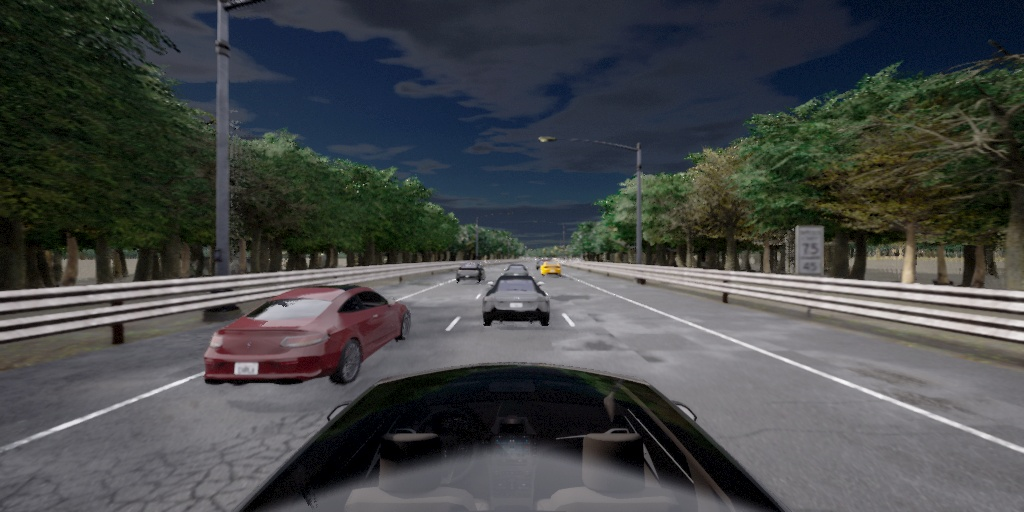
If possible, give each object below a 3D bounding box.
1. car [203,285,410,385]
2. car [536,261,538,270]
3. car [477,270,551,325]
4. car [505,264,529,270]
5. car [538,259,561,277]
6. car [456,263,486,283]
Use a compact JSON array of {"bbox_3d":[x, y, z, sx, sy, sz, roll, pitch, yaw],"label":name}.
[{"bbox_3d":[-3.392,1.276,6.890,1.812,1.442,4.674,0,0,0],"label":"car"},{"bbox_3d":[4.845,1.491,57.110,1.994,1.385,4.181,0,-1,3],"label":"car"},{"bbox_3d":[0.133,1.318,11.828,1.994,1.385,4.181,0,0,0],"label":"car"},{"bbox_3d":[0.384,1.350,28.697,1.994,1.385,4.181,0,0,1],"label":"car"},{"bbox_3d":[4.019,1.295,37.412,1.882,1.535,5.008,0,0,2],"label":"car"},{"bbox_3d":[-3.133,1.274,28.009,2.128,1.511,4.902,0,0,1],"label":"car"}]
